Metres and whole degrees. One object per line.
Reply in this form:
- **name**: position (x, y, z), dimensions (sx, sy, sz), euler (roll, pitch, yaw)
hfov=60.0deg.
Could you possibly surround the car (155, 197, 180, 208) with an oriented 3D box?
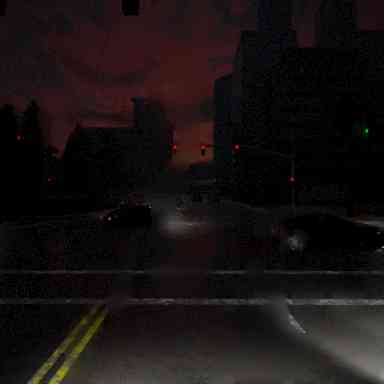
- **car**: position (-2.839, 1.601, 39.200), dimensions (1.895, 1.301, 4.718), euler (0, 0, 1)

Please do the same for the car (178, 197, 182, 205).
- **car**: position (-2.751, 1.564, 48.002), dimensions (1.994, 1.385, 4.181), euler (0, 0, 1)

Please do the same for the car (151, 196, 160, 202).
- **car**: position (-6.262, 1.491, 46.973), dimensions (2.128, 1.511, 4.902), euler (0, 0, 1)

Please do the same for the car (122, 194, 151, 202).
- **car**: position (-6.360, 1.221, 37.093), dimensions (2.150, 2.045, 5.566), euler (0, 0, 1)

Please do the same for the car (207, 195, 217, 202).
- **car**: position (4.627, 1.478, 77.142), dimensions (1.882, 1.535, 5.008), euler (0, 0, 1)

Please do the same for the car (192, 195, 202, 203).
- **car**: position (1.033, 1.352, 67.436), dimensions (2.097, 1.767, 4.553), euler (0, 0, 1)

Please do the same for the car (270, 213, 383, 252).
- **car**: position (5.293, 1.564, 13.332), dimensions (4.181, 1.385, 1.994), euler (0, 0, 1)

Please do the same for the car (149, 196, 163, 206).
- **car**: position (-6.153, 1.505, 57.032), dimensions (1.837, 1.490, 4.892), euler (0, 0, 0)

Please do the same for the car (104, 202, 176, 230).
- **car**: position (-3.423, 1.564, 21.132), dimensions (4.181, 1.385, 1.994), euler (0, 0, -41)

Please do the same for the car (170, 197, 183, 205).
- **car**: position (-2.635, 1.547, 58.326), dimensions (2.033, 1.411, 5.357), euler (0, 0, 1)

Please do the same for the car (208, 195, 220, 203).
- **car**: position (4.636, 1.547, 67.319), dimensions (2.033, 1.411, 5.357), euler (0, 0, 1)
